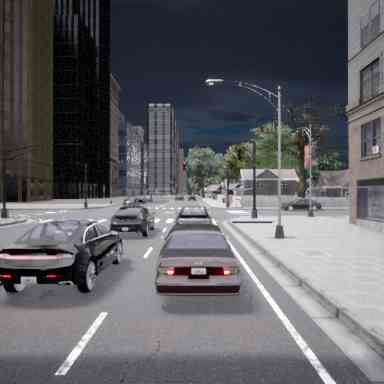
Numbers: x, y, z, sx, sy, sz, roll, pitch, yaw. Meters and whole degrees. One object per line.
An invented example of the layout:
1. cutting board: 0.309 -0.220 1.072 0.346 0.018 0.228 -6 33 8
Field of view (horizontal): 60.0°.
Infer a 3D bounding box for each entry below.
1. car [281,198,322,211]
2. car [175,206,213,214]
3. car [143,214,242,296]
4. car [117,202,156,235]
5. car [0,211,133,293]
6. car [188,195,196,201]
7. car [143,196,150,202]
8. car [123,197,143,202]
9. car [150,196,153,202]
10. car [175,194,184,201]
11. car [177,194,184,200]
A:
1. car: 13.293 1.553 40.739 4.892 1.490 1.837 0 -1 0
2. car: 0.103 1.490 17.839 2.128 1.511 4.902 0 0 0
3. car: 0.093 1.545 8.785 2.033 1.411 5.357 0 0 -1
4. car: -3.145 1.504 18.116 1.837 1.490 4.892 0 0 0
5. car: -3.149 1.491 8.856 2.128 1.511 4.902 0 0 0
6. car: 0.022 1.493 84.129 1.837 1.490 4.892 0 0 0
7. car: -9.776 1.593 63.117 1.895 1.301 4.718 0 0 1
8. car: -9.812 1.485 53.797 2.128 1.511 4.902 0 0 1
9. car: -9.731 1.515 73.229 1.812 1.442 4.674 0 0 0
10. car: -3.228 1.340 83.923 2.097 1.767 4.553 0 0 0
11. car: -3.226 1.309 93.958 1.882 1.535 5.008 0 0 0
